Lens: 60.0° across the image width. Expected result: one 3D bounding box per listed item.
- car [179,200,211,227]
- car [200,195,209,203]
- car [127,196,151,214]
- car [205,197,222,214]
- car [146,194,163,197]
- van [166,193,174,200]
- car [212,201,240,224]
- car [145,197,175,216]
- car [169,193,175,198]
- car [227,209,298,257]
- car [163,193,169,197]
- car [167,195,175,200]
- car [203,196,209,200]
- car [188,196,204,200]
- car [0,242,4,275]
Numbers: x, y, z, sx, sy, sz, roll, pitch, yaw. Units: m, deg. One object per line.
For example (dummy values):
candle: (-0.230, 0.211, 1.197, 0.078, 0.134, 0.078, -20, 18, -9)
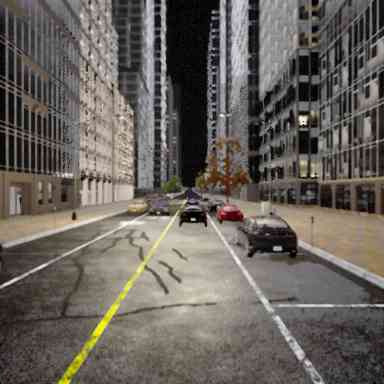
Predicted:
car: (0.071, 1.508, 22.656, 1.812, 1.442, 4.674, 0, 0, 0)
car: (2.640, 1.447, 69.699, 1.752, 1.417, 4.829, 0, 0, 0)
car: (-5.718, 1.496, 35.211, 1.752, 1.417, 4.829, 0, 0, 0)
car: (2.663, 1.536, 35.373, 1.947, 1.339, 4.313, 0, 0, 0)
car: (-5.727, 1.272, 46.764, 2.192, 1.841, 5.009, 0, 0, 0)
van: (-5.752, 1.231, 86.609, 1.690, 1.788, 3.998, 0, 0, 0)
car: (2.670, 1.564, 23.991, 1.802, 1.307, 4.206, 0, 0, 0)
car: (-3.022, 1.521, 32.729, 2.033, 1.411, 5.357, 0, 0, 0)
car: (-5.748, 1.342, 80.918, 1.967, 1.590, 4.097, 0, 0, 0)
car: (2.678, 1.542, 12.605, 2.008, 1.369, 4.403, 0, 0, 0)
car: (-5.734, 1.255, 58.149, 2.192, 1.841, 5.009, 0, 0, 0)
car: (-5.755, 1.444, 92.303, 1.947, 1.339, 4.313, 0, 0, 0)
car: (2.659, 1.515, 41.066, 2.008, 1.369, 4.403, 0, 0, 0)
car: (0.072, 1.511, 41.022, 2.033, 1.411, 5.357, 0, 0, 0)
car: (-5.699, 1.561, 6.920, 1.947, 1.339, 4.313, 0, 0, 0)
